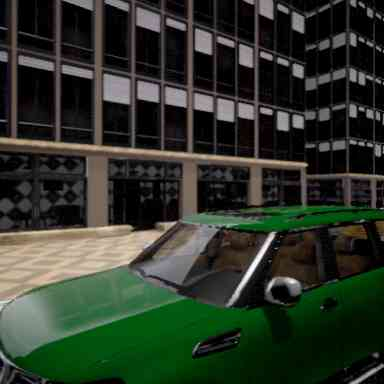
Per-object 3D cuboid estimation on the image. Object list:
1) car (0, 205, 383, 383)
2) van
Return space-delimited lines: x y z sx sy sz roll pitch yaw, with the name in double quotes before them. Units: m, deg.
"car" 0.731 1.218 3.901 5.566 2.045 2.150 0 0 -35
"van" 1.890 1.326 7.906 3.998 1.788 1.690 0 0 -36
